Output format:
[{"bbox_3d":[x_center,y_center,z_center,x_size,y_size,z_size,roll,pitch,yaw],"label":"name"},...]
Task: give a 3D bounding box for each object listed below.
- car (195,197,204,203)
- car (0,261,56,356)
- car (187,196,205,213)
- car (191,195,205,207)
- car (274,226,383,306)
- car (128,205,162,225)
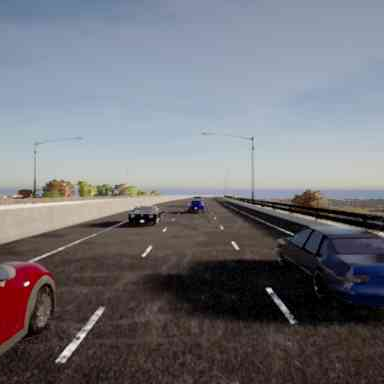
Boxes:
[{"bbox_3d":[1.611,1.729,73.483,1.895,1.301,4.718,0,0,2],"label":"car"},{"bbox_3d":[-3.385,1.351,3.862,2.097,1.767,4.553,0,0,0],"label":"car"},{"bbox_3d":[0.466,1.559,37.977,1.812,1.442,4.674,0,0,1],"label":"car"},{"bbox_3d":[0.986,1.421,53.977,2.097,1.767,4.553,0,0,2],"label":"car"},{"bbox_3d":[3.523,1.548,8.239,2.033,1.411,5.357,0,0,0],"label":"car"},{"bbox_3d":[-3.215,1.611,23.870,1.895,1.301,4.718,0,0,1],"label":"car"}]
